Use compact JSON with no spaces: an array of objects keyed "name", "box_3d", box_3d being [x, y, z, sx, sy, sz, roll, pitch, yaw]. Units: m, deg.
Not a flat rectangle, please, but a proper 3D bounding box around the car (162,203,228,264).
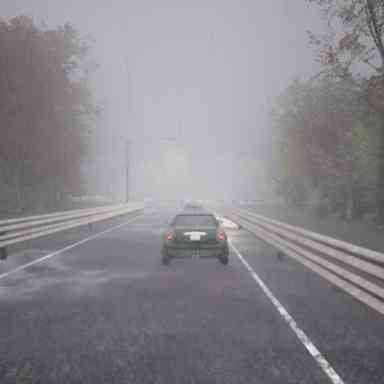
[{"name":"car","box_3d":[0.102,1.453,12.445,2.097,1.767,4.553,0,-1,0]}]
